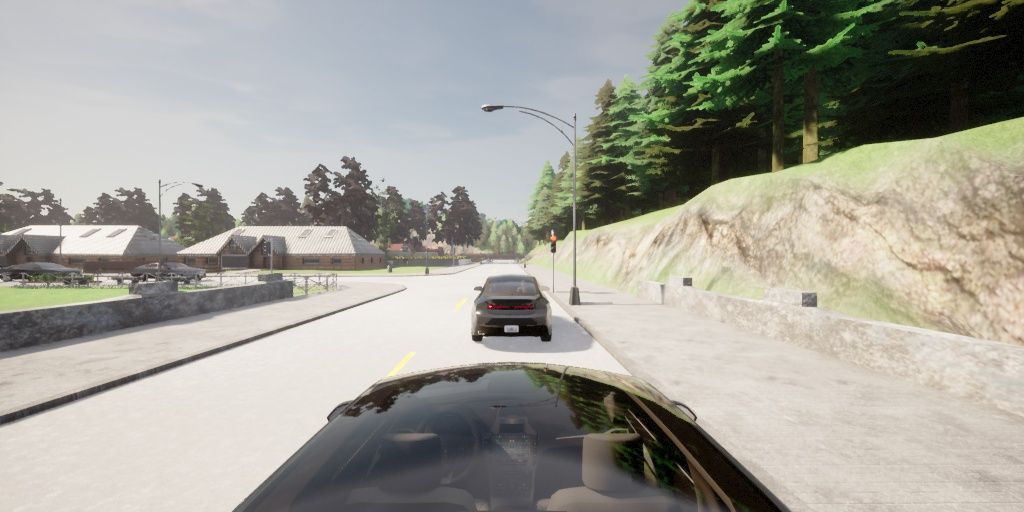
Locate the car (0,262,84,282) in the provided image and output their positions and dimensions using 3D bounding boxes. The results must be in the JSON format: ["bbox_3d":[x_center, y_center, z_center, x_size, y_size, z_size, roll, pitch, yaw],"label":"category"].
[{"bbox_3d":[-36.681,1.228,28.027,5.008,1.535,1.882,0,0,0],"label":"car"}]

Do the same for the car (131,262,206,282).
[{"bbox_3d":[-26.813,1.241,28.108,4.902,1.511,2.128,0,0,0],"label":"car"}]

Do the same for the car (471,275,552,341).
[{"bbox_3d":[-0.010,1.255,9.813,1.837,1.490,4.892,0,0,0],"label":"car"}]

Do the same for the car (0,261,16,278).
[{"bbox_3d":[-48.134,1.228,32.066,5.008,1.535,1.882,0,0,0],"label":"car"}]
